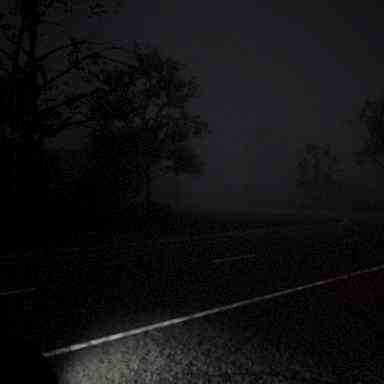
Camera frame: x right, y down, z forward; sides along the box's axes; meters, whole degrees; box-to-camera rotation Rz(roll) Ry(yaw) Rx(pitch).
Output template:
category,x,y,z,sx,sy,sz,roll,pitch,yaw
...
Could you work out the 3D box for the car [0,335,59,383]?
category,x,y,z,sx,sy,sz,roll,pitch,yaw
car,-3.145,1.504,1.472,4.892,1.490,1.837,0,0,-36
